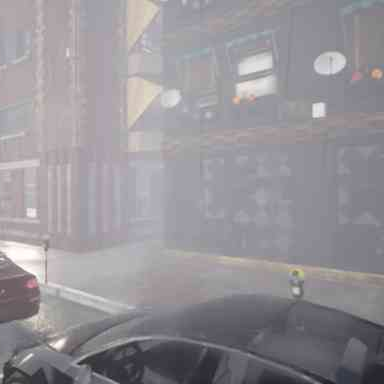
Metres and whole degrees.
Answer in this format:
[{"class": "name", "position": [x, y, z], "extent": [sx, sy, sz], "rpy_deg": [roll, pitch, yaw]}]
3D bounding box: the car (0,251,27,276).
[{"class": "car", "position": [-4.364, 1.553, 5.959], "extent": [4.206, 1.307, 1.802], "rpy_deg": [0, -1, 36]}]

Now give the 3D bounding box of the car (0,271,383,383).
[{"class": "car", "position": [0.242, 1.561, 2.675], "extent": [4.313, 1.339, 1.947], "rpy_deg": [0, -1, 36]}]
